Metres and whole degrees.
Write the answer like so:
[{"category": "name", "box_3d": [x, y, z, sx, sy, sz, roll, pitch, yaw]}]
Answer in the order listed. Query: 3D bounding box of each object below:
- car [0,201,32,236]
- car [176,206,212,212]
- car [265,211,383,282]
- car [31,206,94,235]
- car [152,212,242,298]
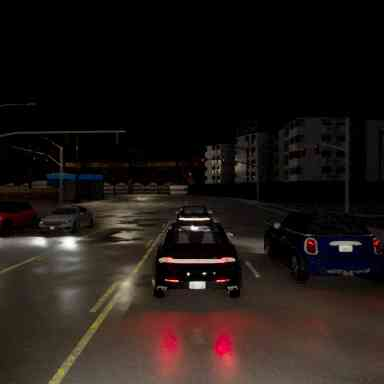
[{"category": "car", "box_3d": [-10.501, 1.357, 18.512, 2.097, 1.767, 4.553, 0, 0, 0]}, {"category": "car", "box_3d": [0.115, 1.474, 17.965, 2.128, 1.511, 4.902, 0, 0, 0]}, {"category": "car", "box_3d": [3.606, 1.349, 9.924, 2.097, 1.767, 4.553, 0, 0, 0]}, {"category": "car", "box_3d": [-6.993, 1.519, 18.991, 1.812, 1.442, 4.674, 0, 0, 0]}, {"category": "car", "box_3d": [0.104, 1.500, 8.552, 2.128, 1.511, 4.902, 0, 0, 0]}]
